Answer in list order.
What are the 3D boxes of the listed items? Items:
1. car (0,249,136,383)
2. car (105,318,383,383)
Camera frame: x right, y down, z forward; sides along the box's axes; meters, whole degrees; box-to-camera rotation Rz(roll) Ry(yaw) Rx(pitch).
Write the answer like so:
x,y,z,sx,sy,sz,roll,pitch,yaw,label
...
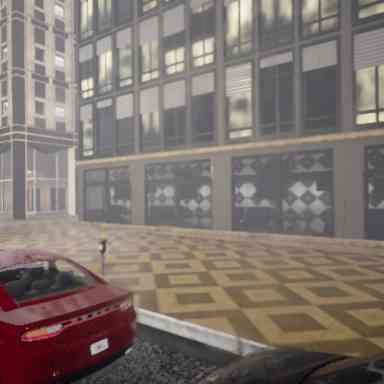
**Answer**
x,y,z,sx,sy,sz,roll,pitch,yaw,label
-2.813,1.527,4.900,4.507,1.381,1.887,0,-1,36,car
1.785,1.568,1.615,4.313,1.339,1.947,0,-1,36,car
